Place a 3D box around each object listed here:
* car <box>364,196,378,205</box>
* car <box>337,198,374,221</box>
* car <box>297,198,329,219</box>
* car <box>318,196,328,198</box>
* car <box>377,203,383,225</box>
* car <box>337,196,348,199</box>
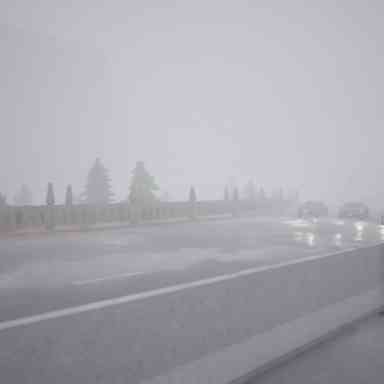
[{"bbox_3d":[32.735,1.573,61.213,1.837,1.490,4.892,0,0,15],"label":"car"},{"bbox_3d":[13.754,1.555,28.117,1.837,1.490,4.892,0,0,36],"label":"car"},{"bbox_3d":[11.111,1.553,30.406,2.128,1.511,4.902,0,0,36],"label":"car"},{"bbox_3d":[27.044,1.383,68.857,1.812,1.442,4.674,0,0,9],"label":"car"},{"bbox_3d":[14.862,1.601,23.798,1.994,1.385,4.181,0,0,37],"label":"car"},{"bbox_3d":[30.110,1.578,65.993,2.128,1.511,4.902,0,0,12],"label":"car"}]
